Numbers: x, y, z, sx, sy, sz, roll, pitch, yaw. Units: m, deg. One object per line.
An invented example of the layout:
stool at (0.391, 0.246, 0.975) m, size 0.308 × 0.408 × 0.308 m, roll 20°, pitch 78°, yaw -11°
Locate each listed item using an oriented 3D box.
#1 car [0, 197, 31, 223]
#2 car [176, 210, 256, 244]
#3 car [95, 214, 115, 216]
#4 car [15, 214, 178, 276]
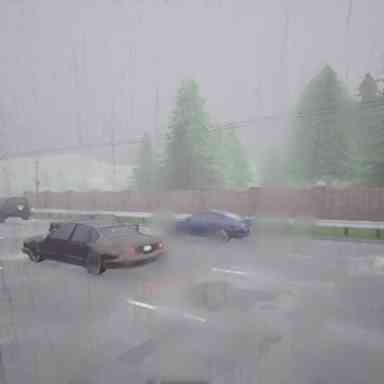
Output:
car at (-15.912, 1.443, 28.199) m, size 5.566 × 2.045 × 2.150 m, roll -1°, pitch 0°, yaw 35°
car at (0.826, 1.590, 16.274) m, size 4.674 × 1.442 × 1.812 m, roll -1°, pitch 0°, yaw 35°
car at (-4.853, 1.700, 16.033) m, size 4.718 × 1.301 × 1.895 m, roll -1°, pitch 0°, yaw 35°
car at (-3.268, 1.613, 10.607) m, size 5.357 × 1.411 × 2.033 m, roll -1°, pitch 0°, yaw 35°
